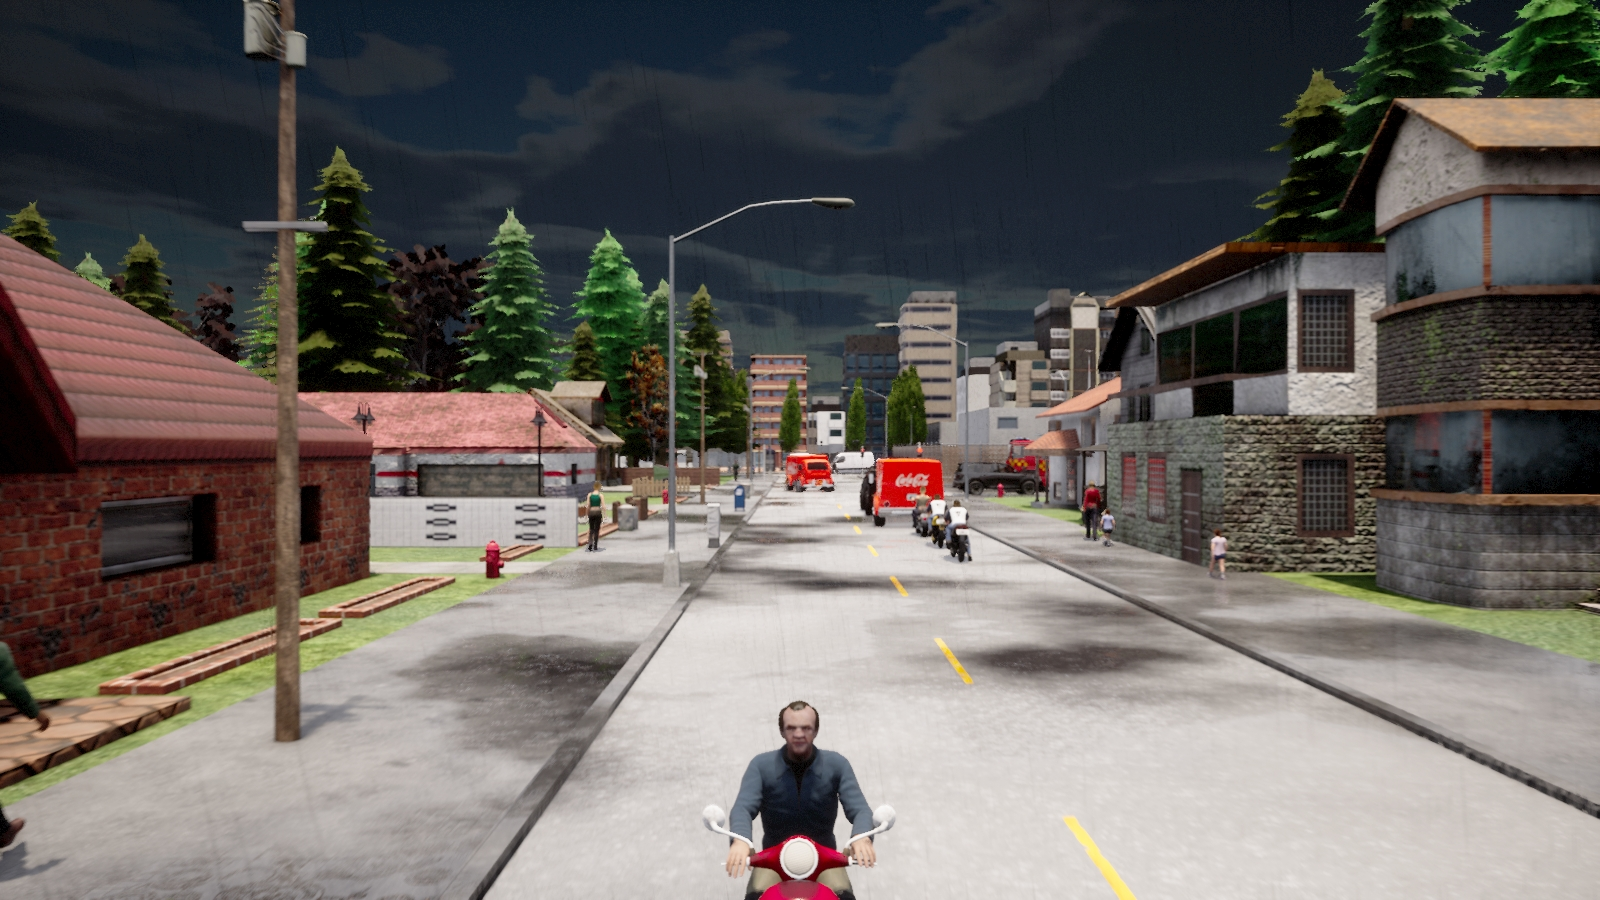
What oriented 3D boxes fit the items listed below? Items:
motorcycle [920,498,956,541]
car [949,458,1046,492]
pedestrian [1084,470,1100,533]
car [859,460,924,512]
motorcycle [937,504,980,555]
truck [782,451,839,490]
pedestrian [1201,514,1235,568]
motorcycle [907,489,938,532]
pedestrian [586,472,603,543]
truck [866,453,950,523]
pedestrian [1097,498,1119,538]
[{"bbox_3d":[3.980,1.990,33.037,0.803,1.145,2.033,0,0,0],"label":"motorcycle"},{"bbox_3d":[12.209,1.552,70.801,5.566,2.045,2.150,0,0,-3],"label":"car"},{"bbox_3d":[8.687,1.519,33.990,0.375,1.860,0.375,0,0,2],"label":"pedestrian"},{"bbox_3d":[3.969,1.528,50.638,2.390,2.098,6.274,0,0,0],"label":"car"},{"bbox_3d":[3.984,1.990,28.921,0.803,1.145,2.033,0,0,0],"label":"motorcycle"},{"bbox_3d":[0.658,1.339,76.667,2.627,2.467,5.204,-1,0,-13],"label":"truck"},{"bbox_3d":[8.748,1.900,23.916,0.500,1.100,0.500,0,0,-3],"label":"pedestrian"},{"bbox_3d":[3.981,1.946,37.373,0.764,1.277,2.356,0,0,0],"label":"motorcycle"},{"bbox_3d":[-5.434,1.521,30.239,0.375,1.860,0.375,0,0,0],"label":"pedestrian"},{"bbox_3d":[3.979,1.344,43.084,2.627,2.467,5.204,0,0,0],"label":"truck"},{"bbox_3d":[8.600,1.901,31.909,0.500,1.100,0.500,0,0,1],"label":"pedestrian"}]
